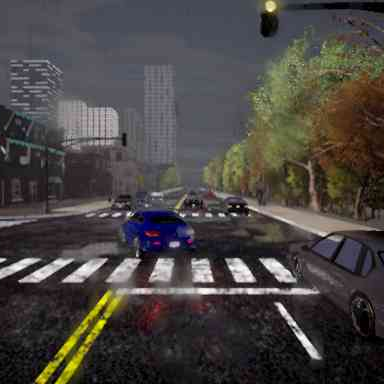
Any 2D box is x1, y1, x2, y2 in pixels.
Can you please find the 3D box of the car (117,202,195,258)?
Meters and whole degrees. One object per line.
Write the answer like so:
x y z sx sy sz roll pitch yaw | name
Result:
-1.333 1.322 11.880 1.812 1.442 4.674 0 1 -21 | car

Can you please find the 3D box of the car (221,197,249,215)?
3.405 1.086 27.049 2.033 1.411 5.357 0 1 0 | car

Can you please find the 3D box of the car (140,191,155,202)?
-6.497 0.607 43.533 2.097 1.767 4.553 0 1 0 | car

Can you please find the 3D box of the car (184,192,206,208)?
0.173 0.994 35.479 1.895 1.301 4.718 0 1 0 | car

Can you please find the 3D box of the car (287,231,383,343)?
3.363 1.441 6.182 2.033 1.411 5.357 0 1 0 | car

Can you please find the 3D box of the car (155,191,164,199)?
-6.390 0.456 62.480 1.812 1.442 4.674 0 1 1 | car

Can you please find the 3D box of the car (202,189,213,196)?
3.400 0.103 74.091 2.033 1.411 5.357 0 1 0 | car

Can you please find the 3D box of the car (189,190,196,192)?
0.131 0.411 63.981 1.837 1.490 4.892 0 1 0 | car

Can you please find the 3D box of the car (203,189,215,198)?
3.379 0.467 64.093 1.994 1.385 4.181 0 1 0 | car

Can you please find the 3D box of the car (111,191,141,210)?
-6.525 0.969 32.577 1.812 1.442 4.674 0 1 0 | car
